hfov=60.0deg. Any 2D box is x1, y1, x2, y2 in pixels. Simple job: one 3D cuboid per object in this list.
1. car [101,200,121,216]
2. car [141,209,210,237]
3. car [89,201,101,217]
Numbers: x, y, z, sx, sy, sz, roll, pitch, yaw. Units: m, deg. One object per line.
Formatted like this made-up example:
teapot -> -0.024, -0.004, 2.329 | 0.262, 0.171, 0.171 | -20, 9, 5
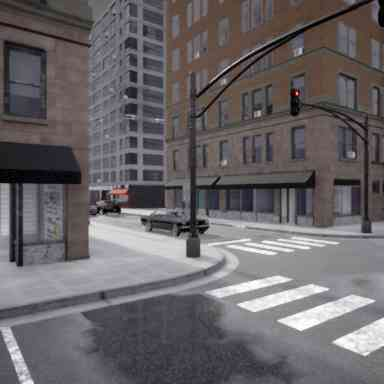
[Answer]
car -> -9.164, 1.613, 35.108 | 1.882, 1.535, 5.008 | 0, 0, -36
car -> -1.046, 1.661, 18.813 | 1.895, 1.301, 4.718 | 0, 0, -35
car -> -10.959, 1.486, 32.566 | 2.097, 1.767, 4.553 | 0, 0, -36
